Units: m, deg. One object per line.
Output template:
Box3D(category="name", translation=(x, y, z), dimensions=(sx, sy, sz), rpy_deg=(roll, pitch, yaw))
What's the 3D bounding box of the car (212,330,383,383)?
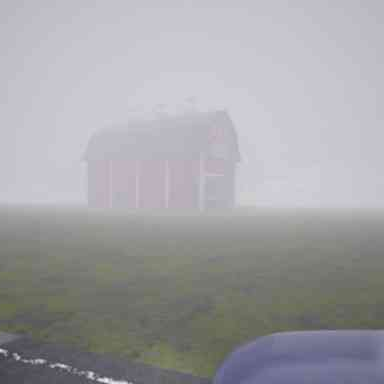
Box3D(category="car", translation=(2.387, 1.566, 2.076), dimensions=(4.674, 1.442, 1.812), rpy_deg=(1, 0, 21))
